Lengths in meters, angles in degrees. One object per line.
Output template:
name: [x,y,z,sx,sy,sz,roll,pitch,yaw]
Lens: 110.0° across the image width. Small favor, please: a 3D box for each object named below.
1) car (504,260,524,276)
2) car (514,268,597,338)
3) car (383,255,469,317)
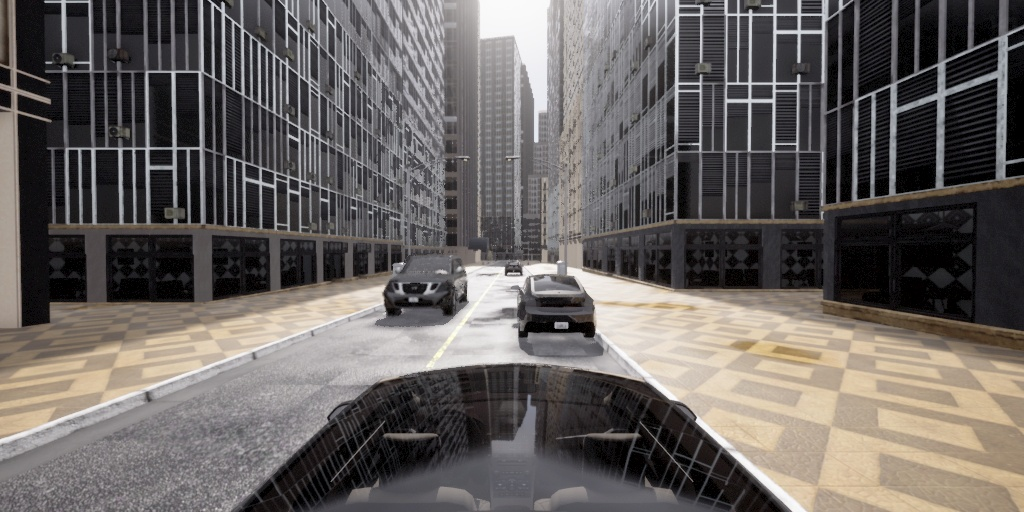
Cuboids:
car: [0.180,1.259,37.845,1.837,1.490,4.892,0,0,0]
car: [1.075,1.254,10.168,1.837,1.490,4.892,0,0,0]
car: [-2.965,0.969,13.585,2.150,2.045,5.566,0,0,0]
